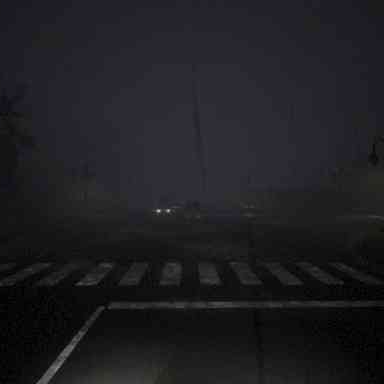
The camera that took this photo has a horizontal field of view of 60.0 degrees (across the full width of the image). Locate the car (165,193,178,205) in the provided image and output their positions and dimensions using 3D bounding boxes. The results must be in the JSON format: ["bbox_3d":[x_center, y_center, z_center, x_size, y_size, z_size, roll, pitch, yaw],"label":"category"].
[{"bbox_3d":[-3.584,1.217,55.335,2.150,2.045,5.566,0,0,0],"label":"car"}]

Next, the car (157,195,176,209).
[{"bbox_3d":[-3.606,1.544,44.760,2.033,1.411,5.357,0,0,0],"label":"car"}]

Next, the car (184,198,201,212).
[{"bbox_3d":[0.083,1.489,38.911,2.128,1.511,4.902,0,0,0],"label":"car"}]
